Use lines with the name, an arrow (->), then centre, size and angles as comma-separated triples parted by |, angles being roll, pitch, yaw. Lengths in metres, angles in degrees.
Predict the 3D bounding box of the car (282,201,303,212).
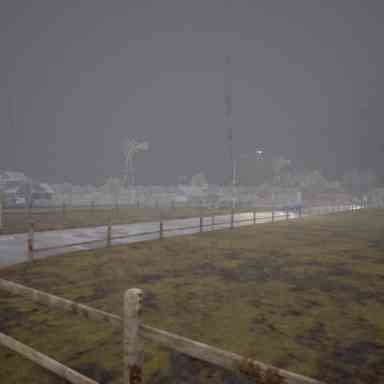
car -> 14.945, 2.123, 49.233 | 1.882, 1.535, 5.008 | 1, 0, 36
